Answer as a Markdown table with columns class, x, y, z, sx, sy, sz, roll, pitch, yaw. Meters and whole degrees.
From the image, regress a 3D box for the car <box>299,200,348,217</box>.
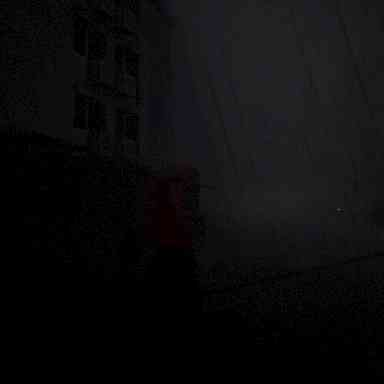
| class | x | y | z | sx | sy | sz | roll | pitch | yaw |
| --- | --- | --- | --- | --- | --- | --- | --- | --- | --- |
| car | 12.501 | 1.526 | 31.729 | 1.812 | 1.442 | 4.674 | 0 | 0 | -35 |

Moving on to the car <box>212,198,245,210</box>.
| class | x | y | z | sx | sy | sz | roll | pitch | yaw |
| --- | --- | --- | --- | --- | --- | --- | --- | --- | --- |
| car | 4.644 | 1.478 | 42.718 | 1.882 | 1.535 | 5.008 | 0 | 0 | -36 |
